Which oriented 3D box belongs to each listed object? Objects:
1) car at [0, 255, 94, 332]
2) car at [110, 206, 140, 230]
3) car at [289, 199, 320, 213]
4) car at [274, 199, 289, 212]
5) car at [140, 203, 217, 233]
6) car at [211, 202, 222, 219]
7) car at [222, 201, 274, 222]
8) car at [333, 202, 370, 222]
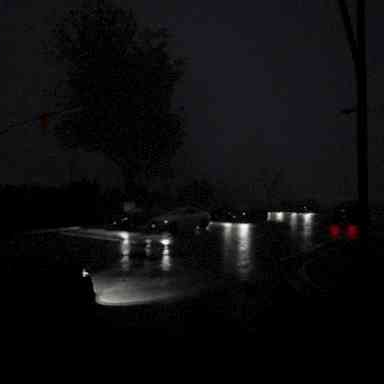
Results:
[{"bbox_3d":[-3.795,1.628,5.548,1.994,1.385,4.181,-1,0,39],"label":"car"},{"bbox_3d":[-3.417,1.691,22.976,1.812,1.442,4.674,-1,0,40],"label":"car"},{"bbox_3d":[13.306,1.571,38.570,1.837,1.490,4.892,-1,0,37],"label":"car"},{"bbox_3d":[10.994,1.577,41.307,1.882,1.535,5.008,-1,1,37],"label":"car"},{"bbox_3d":[-0.708,1.655,20.758,1.812,1.442,4.674,-1,0,40],"label":"car"},{"bbox_3d":[2.311,1.645,30.163,2.128,1.511,4.902,-1,0,38],"label":"car"},{"bbox_3d":[4.711,1.644,27.556,1.812,1.442,4.674,-1,0,38],"label":"car"},{"bbox_3d":[12.497,1.529,25.928,2.128,1.511,4.902,-1,0,38],"label":"car"}]
